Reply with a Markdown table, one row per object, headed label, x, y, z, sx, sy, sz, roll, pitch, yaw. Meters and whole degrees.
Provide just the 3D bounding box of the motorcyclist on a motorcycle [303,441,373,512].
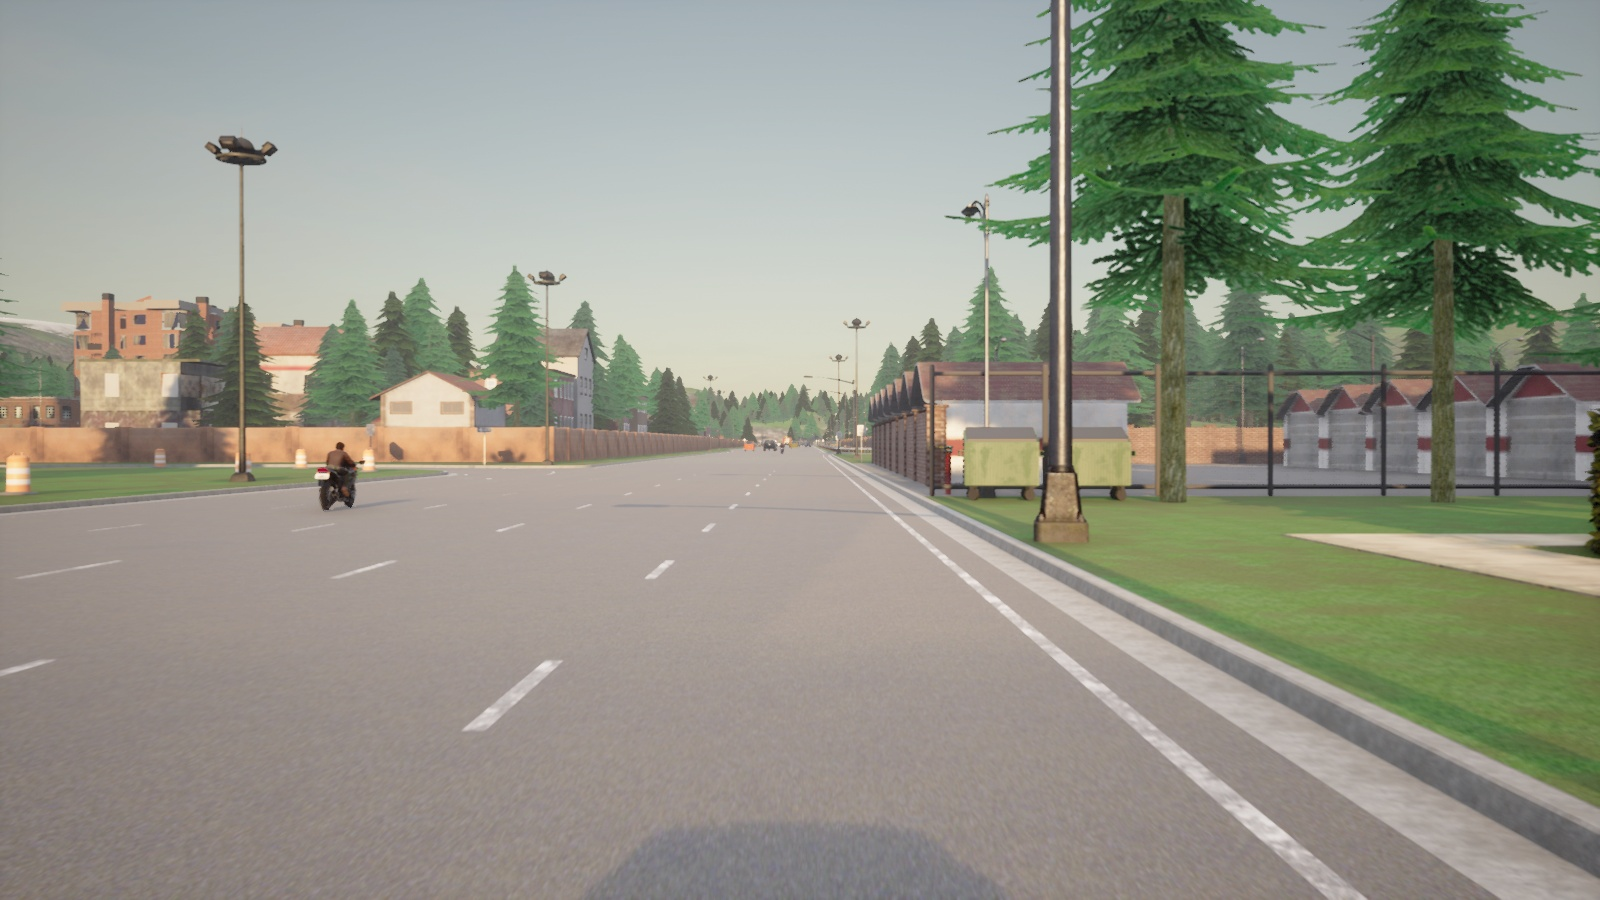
| label | x | y | z | sx | sy | sz | roll | pitch | yaw |
| --- | --- | --- | --- | --- | --- | --- | --- | --- | --- |
| motorcyclist on a motorcycle | -10.325 | 0.561 | 28.150 | 0.797 | 1.523 | 2.044 | 0 | 0 | 0 |
